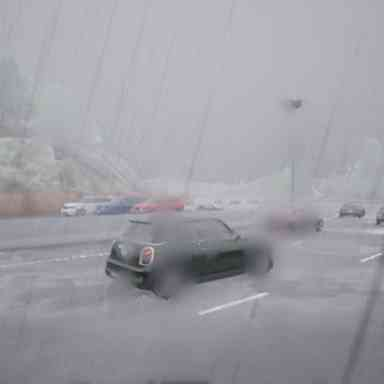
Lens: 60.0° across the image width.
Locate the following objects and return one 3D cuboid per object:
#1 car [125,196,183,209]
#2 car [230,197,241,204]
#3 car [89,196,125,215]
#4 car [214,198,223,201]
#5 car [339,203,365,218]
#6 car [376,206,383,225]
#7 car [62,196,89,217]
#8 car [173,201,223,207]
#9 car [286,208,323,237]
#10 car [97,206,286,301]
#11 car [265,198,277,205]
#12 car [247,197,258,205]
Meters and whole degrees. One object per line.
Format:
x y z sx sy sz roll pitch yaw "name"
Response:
-2.945 1.398 30.293 2.150 2.045 5.566 0 0 40 "car"
9.068 1.828 69.873 1.812 1.442 4.674 0 0 2 "car"
-6.470 1.411 31.544 2.150 2.045 5.566 0 0 41 "car"
5.585 1.870 70.343 2.033 1.411 5.357 0 0 2 "car"
15.460 1.718 32.049 1.994 1.385 4.181 0 0 31 "car"
14.723 1.660 24.352 2.033 1.411 5.357 0 0 35 "car"
-9.933 1.425 32.906 2.150 2.045 5.566 0 0 42 "car"
0.822 1.766 29.420 1.895 1.301 4.718 0 0 38 "car"
5.854 1.624 18.986 1.812 1.442 4.674 0 0 42 "car"
0.157 1.402 8.781 4.553 1.767 2.097 0 0 -40 "car"
15.882 1.848 67.065 1.994 1.385 4.181 0 0 6 "car"
12.443 1.796 68.003 1.812 1.442 4.674 0 0 6 "car"
